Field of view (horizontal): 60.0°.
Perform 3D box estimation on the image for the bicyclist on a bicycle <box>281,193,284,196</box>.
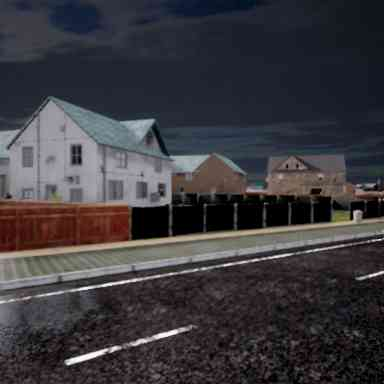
[{"bbox_3d":[12.076,0.893,44.531,0.582,1.620,1.656,1,1,19],"label":"bicyclist on a bicycle"}]
